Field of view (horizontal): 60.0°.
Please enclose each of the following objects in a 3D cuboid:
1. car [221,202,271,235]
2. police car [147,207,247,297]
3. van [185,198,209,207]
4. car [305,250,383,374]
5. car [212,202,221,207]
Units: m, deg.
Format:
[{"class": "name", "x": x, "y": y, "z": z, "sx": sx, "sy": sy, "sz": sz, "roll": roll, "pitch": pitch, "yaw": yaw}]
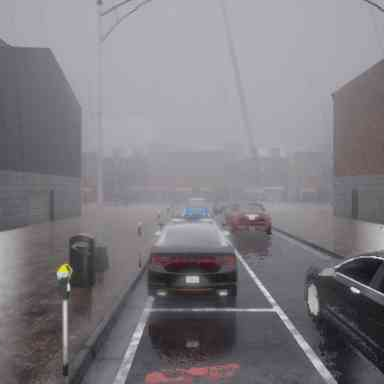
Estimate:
[{"class": "car", "x": 3.065, "y": 1.353, "z": 19.033, "sx": 2.097, "sy": 1.767, "sz": 4.553, "roll": 0, "pitch": 0, "yaw": 0}, {"class": "police car", "x": 0.012, "y": 1.424, "z": 8.761, "sx": 1.930, "sy": 1.638, "sz": 5.238, "roll": 0, "pitch": 0, "yaw": 0}, {"class": "van", "x": 0.374, "y": 1.345, "z": 25.499, "sx": 1.690, "sy": 1.788, "sz": 3.998, "roll": -1, "pitch": 0, "yaw": 0}, {"class": "car", "x": 3.022, "y": 1.505, "z": 4.325, "sx": 1.837, "sy": 1.490, "sz": 4.892, "roll": 0, "pitch": 0, "yaw": 0}, {"class": "car", "x": 3.059, "y": 1.610, "z": 33.526, "sx": 1.895, "sy": 1.301, "sz": 4.718, "roll": 0, "pitch": 0, "yaw": 0}]
